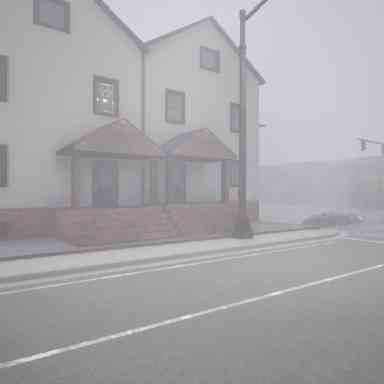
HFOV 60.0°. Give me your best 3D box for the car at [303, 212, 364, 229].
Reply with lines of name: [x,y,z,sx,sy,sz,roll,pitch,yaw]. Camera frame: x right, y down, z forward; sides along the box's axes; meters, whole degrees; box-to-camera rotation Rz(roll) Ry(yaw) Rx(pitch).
car: [11.448,2.354,27.339,2.128,1.511,4.902,0,-13,-36]
